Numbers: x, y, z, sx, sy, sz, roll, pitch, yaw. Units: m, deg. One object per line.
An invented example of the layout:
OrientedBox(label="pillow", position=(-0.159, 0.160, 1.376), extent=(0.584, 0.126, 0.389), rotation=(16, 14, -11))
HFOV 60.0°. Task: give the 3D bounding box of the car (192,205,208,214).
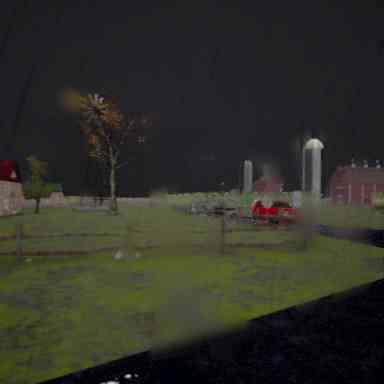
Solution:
OrientedBox(label="car", position=(1.448, 2.599, 50.710), extent=(1.895, 1.301, 4.718), rotation=(1, -1, -14))

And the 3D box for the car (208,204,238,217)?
OrientedBox(label="car", position=(3.991, 2.266, 40.442), extent=(2.128, 1.511, 4.902), rotation=(1, -2, -14))

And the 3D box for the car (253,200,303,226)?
OrientedBox(label="car", position=(7.107, 1.732, 28.267), extent=(2.150, 2.045, 5.566), rotation=(1, -1, -15))
